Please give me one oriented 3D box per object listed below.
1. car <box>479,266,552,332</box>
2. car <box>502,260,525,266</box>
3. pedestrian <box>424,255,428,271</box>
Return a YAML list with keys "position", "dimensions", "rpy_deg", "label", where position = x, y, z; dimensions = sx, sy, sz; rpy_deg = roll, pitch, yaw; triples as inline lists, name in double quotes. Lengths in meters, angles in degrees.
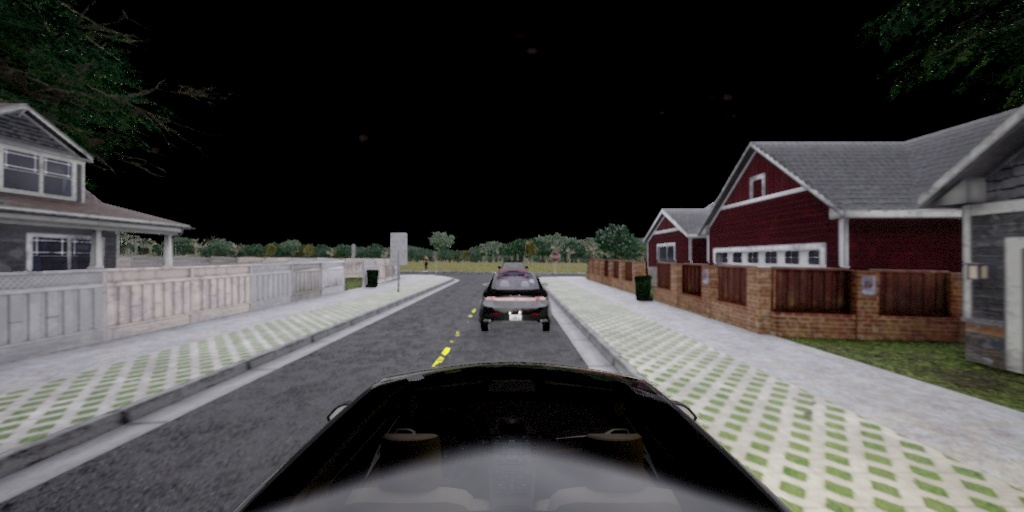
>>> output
- position: [0.086, 1.227, 10.779]
  dimensions: [2.128, 1.511, 4.902]
  rpy_deg: [0, 0, 0]
  label: "car"
- position: [0.071, 1.077, 24.390]
  dimensions: [2.097, 1.767, 4.553]
  rpy_deg: [0, 0, 0]
  label: "car"
- position: [-9.724, 0.775, 40.474]
  dimensions: [0.375, 1.860, 0.375]
  rpy_deg: [0, -1, 0]
  label: "pedestrian"
